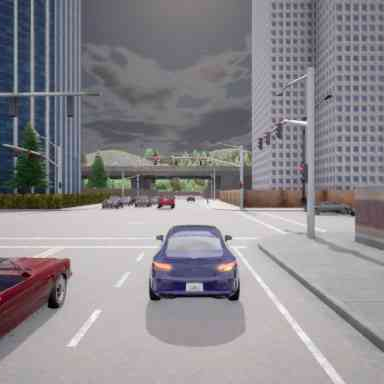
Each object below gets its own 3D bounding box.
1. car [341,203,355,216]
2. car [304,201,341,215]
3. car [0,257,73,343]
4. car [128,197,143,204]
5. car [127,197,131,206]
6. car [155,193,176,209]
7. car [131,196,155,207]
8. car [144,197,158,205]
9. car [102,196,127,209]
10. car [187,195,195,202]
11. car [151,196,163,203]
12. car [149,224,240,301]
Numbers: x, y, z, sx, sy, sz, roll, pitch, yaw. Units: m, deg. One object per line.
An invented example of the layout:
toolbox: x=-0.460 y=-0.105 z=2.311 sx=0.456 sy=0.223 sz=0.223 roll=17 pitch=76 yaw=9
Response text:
car: x=16.200 y=1.564 z=29.932 sx=4.181 sy=1.385 sz=1.994 roll=0 pitch=0 yaw=0
car: x=13.531 y=1.564 z=33.437 sx=4.181 sy=1.385 sz=1.994 roll=0 pitch=0 yaw=0
car: x=-3.454 y=1.601 z=4.939 sx=1.895 sy=1.301 sz=4.718 roll=0 pitch=0 yaw=0
car: x=-10.738 y=1.601 z=63.483 sx=1.895 sy=1.301 sz=4.718 roll=0 pitch=0 yaw=0
car: x=-10.751 y=1.491 z=54.260 sx=2.128 sy=1.511 sz=4.902 roll=0 pitch=0 yaw=0
car: x=-3.541 y=1.221 z=46.622 sx=2.150 sy=2.045 sz=5.566 roll=0 pitch=0 yaw=-1
car: x=-7.243 y=1.352 z=49.791 sx=2.097 sy=1.767 sz=4.553 roll=0 pitch=0 yaw=0
car: x=-7.252 y=1.601 z=58.774 sx=1.895 sy=1.301 sz=4.718 roll=0 pitch=0 yaw=0
car: x=-10.733 y=1.352 z=45.300 sx=2.097 sy=1.767 sz=4.553 roll=0 pitch=0 yaw=0
car: x=-0.222 y=1.477 z=74.486 sx=1.837 sy=1.490 sz=4.892 roll=0 pitch=0 yaw=0
car: x=-7.204 y=1.564 z=68.821 sx=1.994 sy=1.385 sz=4.181 roll=0 pitch=0 yaw=0
car: x=0.054 y=1.526 z=8.210 sx=1.812 sy=1.442 sz=4.674 roll=0 pitch=0 yaw=0
